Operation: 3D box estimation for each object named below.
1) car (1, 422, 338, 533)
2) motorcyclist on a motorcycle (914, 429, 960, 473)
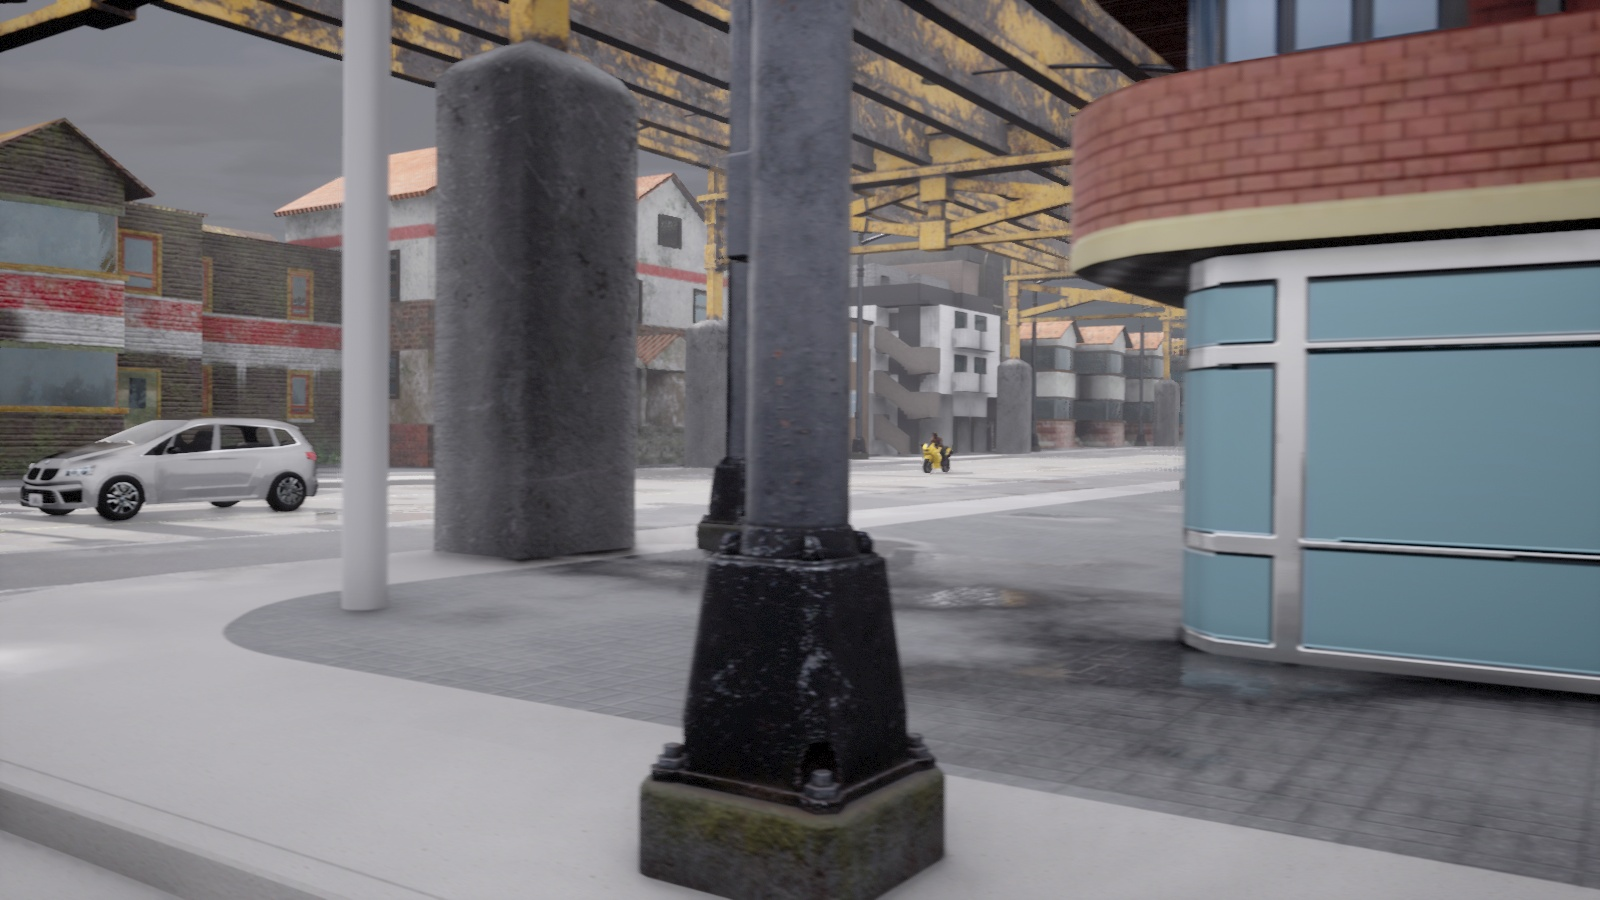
[{"bbox_3d":[-10.597,0.379,21.461,2.242,1.667,4.611,0,1,34],"label":"car"},{"bbox_3d":[4.937,0.004,45.082,0.797,1.523,2.044,0,1,33],"label":"motorcyclist on a motorcycle"}]
